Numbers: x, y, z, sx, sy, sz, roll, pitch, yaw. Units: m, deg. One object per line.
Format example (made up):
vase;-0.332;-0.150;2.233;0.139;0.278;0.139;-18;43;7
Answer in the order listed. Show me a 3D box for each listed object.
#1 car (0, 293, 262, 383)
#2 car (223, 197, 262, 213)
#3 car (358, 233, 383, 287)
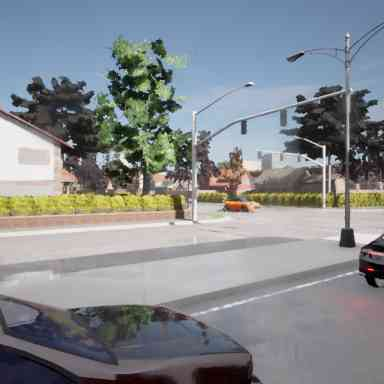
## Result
car;-1.954;1.547;2.355;5.357;1.411;2.033;0;0;-35
car;5.577;1.352;36.742;2.097;1.767;4.553;0;0;-36
car;5.965;1.492;8.038;4.902;1.511;2.128;0;0;-35
